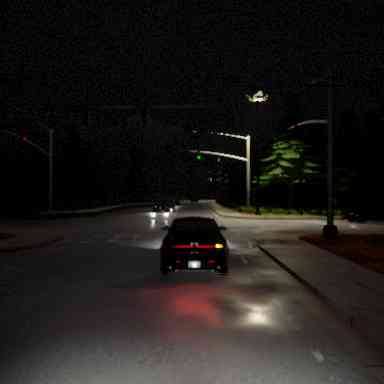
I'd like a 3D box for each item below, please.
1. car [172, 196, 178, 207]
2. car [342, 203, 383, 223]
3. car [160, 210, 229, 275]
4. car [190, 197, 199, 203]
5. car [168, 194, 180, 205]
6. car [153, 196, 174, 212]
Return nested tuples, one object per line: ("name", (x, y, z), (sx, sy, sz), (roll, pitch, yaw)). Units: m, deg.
("car", (-3.620, 1.709, 50.954), (2.033, 1.411, 5.357), (0, 0, 0))
("car", (14.270, 1.586, 25.718), (5.008, 1.535, 1.882), (0, 0, 1))
("car", (0.072, 1.539, 10.605), (1.837, 1.490, 4.892), (0, 0, 0))
("car", (0.583, 1.790, 78.969), (2.033, 1.411, 5.357), (0, 0, 2))
("car", (-3.481, 1.417, 61.587), (2.150, 2.045, 5.566), (0, 0, 1))
("car", (-3.628, 1.634, 40.508), (1.837, 1.490, 4.892), (0, 0, 0))
